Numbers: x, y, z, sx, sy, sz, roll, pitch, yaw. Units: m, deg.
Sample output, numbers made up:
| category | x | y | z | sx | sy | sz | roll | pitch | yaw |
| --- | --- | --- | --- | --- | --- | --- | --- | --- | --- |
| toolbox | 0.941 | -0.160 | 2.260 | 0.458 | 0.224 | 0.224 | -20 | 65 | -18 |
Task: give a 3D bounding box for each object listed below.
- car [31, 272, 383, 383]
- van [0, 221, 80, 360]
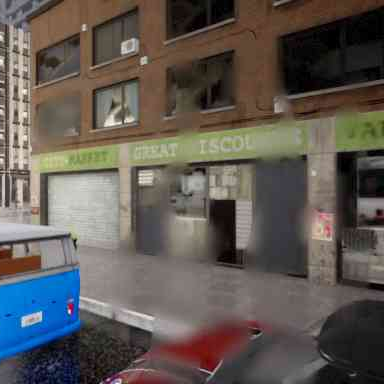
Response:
| category | x | y | z | sx | sy | sz | roll | pitch | yaw |
| --- | --- | --- | --- | --- | --- | --- | --- | --- | --- |
| car | 1.147 | 1.440 | 1.909 | 4.097 | 1.590 | 1.967 | 0 | 0 | 35 |
| van | -3.492 | 1.342 | 5.204 | 3.998 | 1.788 | 1.690 | 0 | 0 | 35 |
